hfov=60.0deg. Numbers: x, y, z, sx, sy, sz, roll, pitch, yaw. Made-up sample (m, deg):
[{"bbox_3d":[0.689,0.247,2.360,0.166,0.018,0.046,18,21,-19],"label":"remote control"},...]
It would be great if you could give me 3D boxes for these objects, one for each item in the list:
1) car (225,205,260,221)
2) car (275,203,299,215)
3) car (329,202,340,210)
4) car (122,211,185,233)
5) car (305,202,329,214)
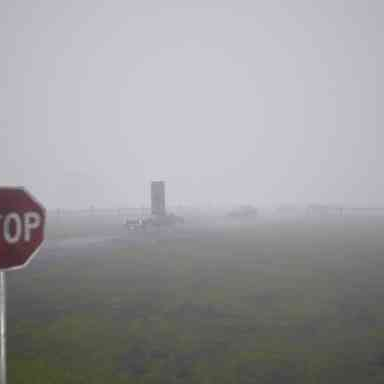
[{"bbox_3d":[5.257,2.069,34.283,1.882,1.535,5.008,-2,-2,35],"label":"car"},{"bbox_3d":[12.882,2.230,44.975,1.882,1.535,5.008,-2,-2,36],"label":"car"},{"bbox_3d":[22.981,2.386,54.253,2.033,1.411,5.357,-2,-2,36],"label":"car"},{"bbox_3d":[-2.600,2.024,23.181,1.895,1.301,4.718,-2,-2,35],"label":"car"},{"bbox_3d":[17.004,2.216,45.789,1.837,1.490,4.892,-2,-2,35],"label":"car"}]
